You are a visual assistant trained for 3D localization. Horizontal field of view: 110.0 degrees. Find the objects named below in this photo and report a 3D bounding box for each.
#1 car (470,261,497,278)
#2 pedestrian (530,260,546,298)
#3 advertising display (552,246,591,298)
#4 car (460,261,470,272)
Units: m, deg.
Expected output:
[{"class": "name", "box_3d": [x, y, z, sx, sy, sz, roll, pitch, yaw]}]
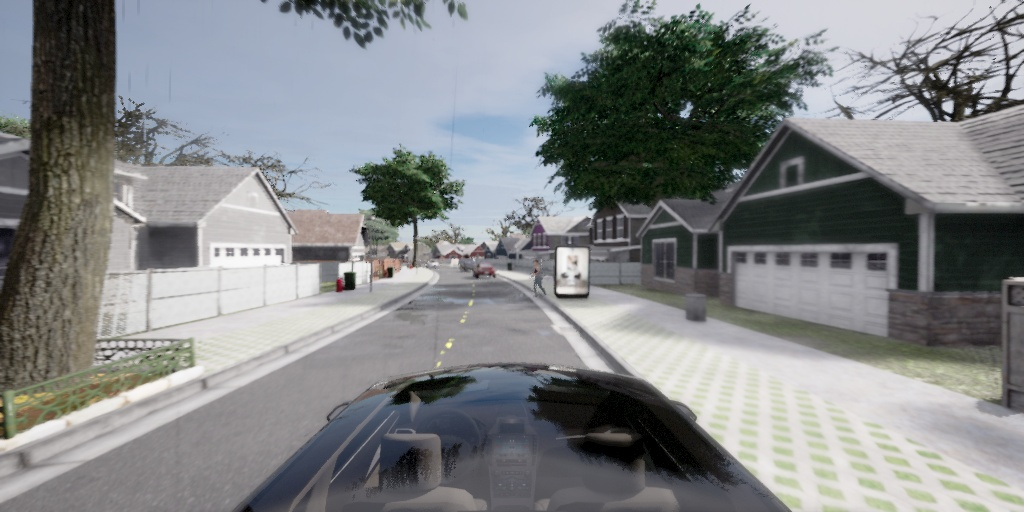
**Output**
[{"class": "car", "box_3d": [-2.675, 1.332, 34.384, 1.812, 1.442, 4.674, 0, 0, -11]}, {"class": "pedestrian", "box_3d": [1.201, 1.052, 16.763, 0.375, 1.860, 0.375, -1, 1, -14]}, {"class": "advertising display", "box_3d": [2.622, 0.780, 15.826, 1.540, 2.440, 0.280, 0, 0, -4]}, {"class": "car", "box_3d": [-6.004, 1.365, 49.143, 2.128, 1.511, 4.902, 0, 0, -17]}]
